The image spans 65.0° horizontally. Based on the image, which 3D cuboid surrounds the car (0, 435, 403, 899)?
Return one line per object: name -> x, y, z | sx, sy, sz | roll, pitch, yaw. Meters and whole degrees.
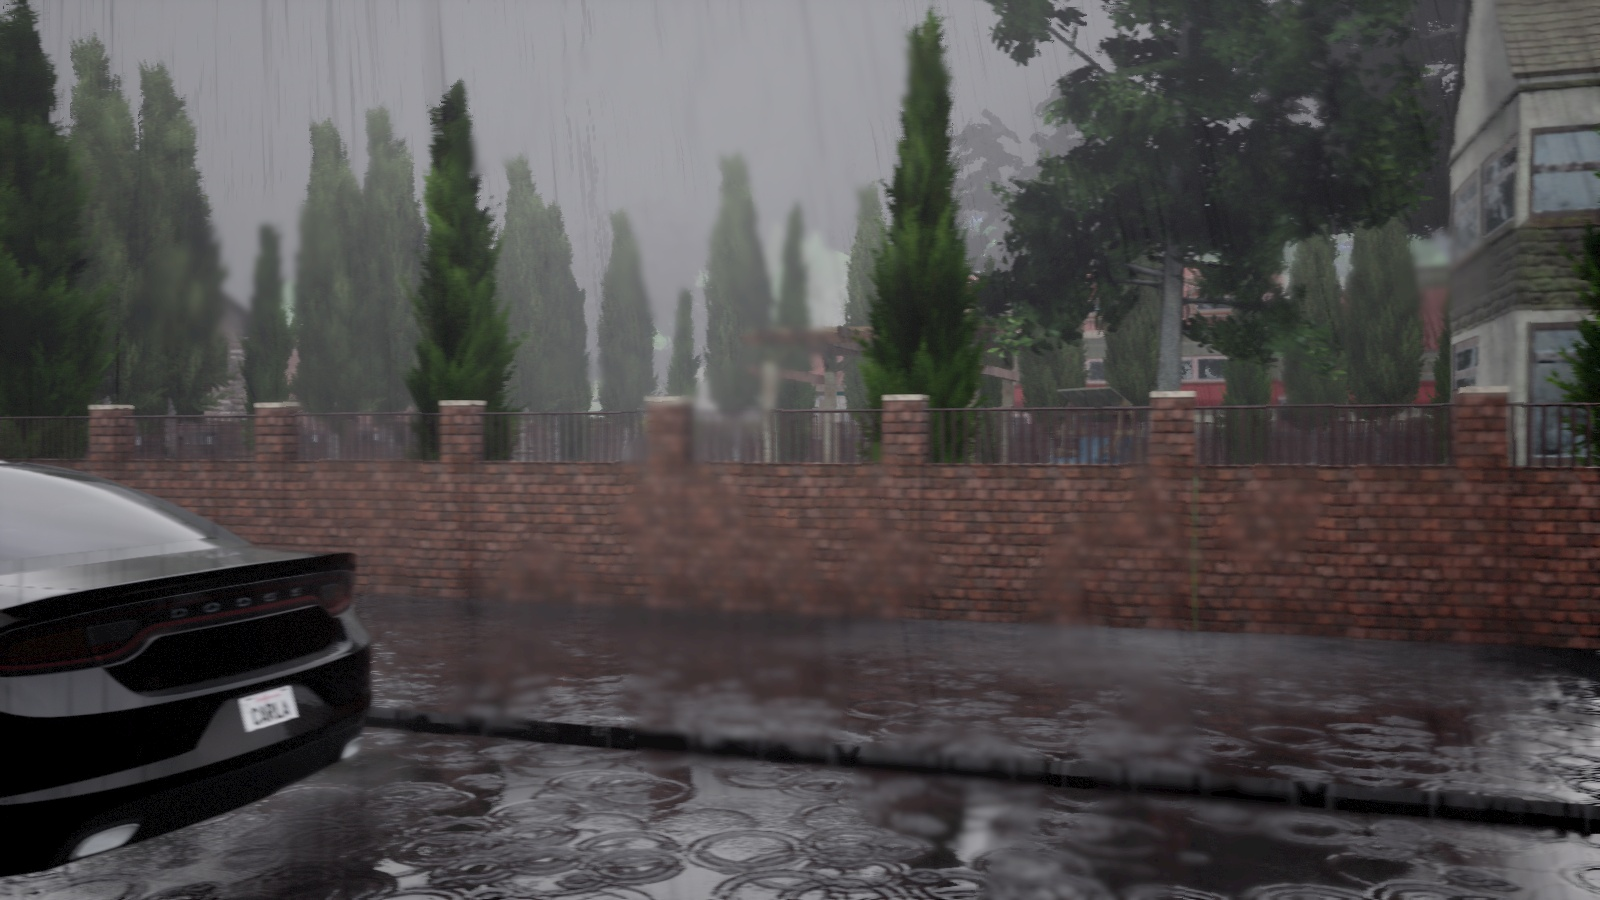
car -> -4.340, 0.705, 5.181 | 5.008, 1.535, 1.882 | 1, 1, 19
